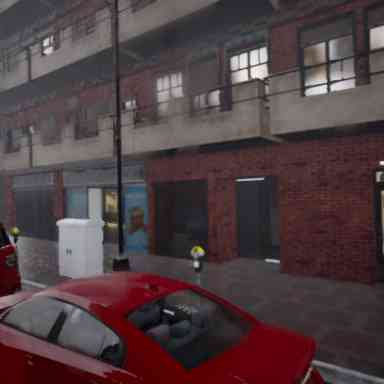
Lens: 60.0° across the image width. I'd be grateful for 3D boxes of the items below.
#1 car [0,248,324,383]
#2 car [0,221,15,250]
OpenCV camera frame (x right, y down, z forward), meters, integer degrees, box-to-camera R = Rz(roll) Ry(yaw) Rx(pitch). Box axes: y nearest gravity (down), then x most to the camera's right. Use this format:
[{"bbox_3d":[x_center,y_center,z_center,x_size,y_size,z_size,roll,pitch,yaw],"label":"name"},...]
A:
[{"bbox_3d":[-0.987,1.571,3.594,4.507,1.381,1.887,-1,-1,35],"label":"car"},{"bbox_3d":[-5.498,1.394,6.814,5.009,1.841,2.192,-1,-1,35],"label":"car"}]
